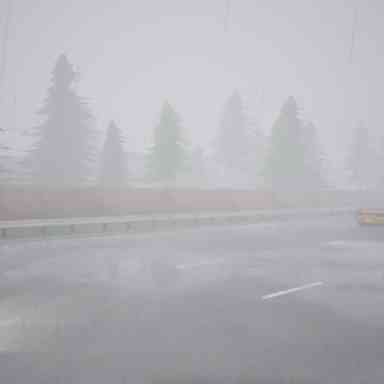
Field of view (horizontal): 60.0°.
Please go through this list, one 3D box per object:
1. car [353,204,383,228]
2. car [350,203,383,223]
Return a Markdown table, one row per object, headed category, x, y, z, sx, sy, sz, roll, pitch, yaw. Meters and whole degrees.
| category | x | y | z | sx | sy | sz | roll | pitch | yaw |
| --- | --- | --- | --- | --- | --- | --- | --- | --- | --- |
| car | 12.553 | 1.544 | 21.302 | 5.008 | 1.535 | 1.882 | 0 | 0 | -36 |
| car | 15.124 | 1.648 | 27.435 | 4.181 | 1.385 | 1.994 | 0 | 0 | -35 |
